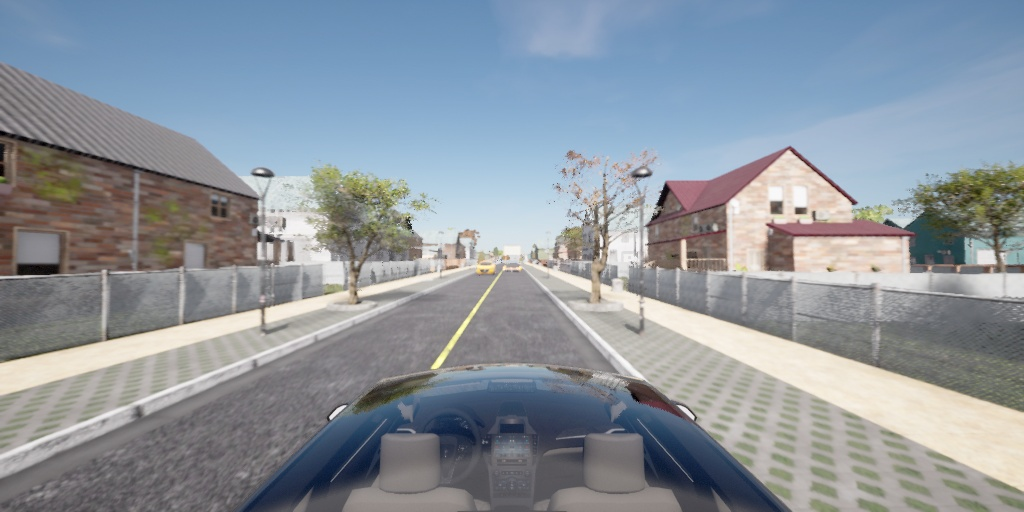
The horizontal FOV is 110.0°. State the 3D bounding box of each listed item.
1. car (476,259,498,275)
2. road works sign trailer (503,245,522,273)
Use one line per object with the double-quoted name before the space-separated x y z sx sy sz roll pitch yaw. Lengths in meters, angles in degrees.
"car" -2.836 1.303 39.727 1.882 1.535 5.008 0 0 0
"road works sign trailer" 0.011 0.315 46.237 2.380 3.560 2.880 0 0 0
